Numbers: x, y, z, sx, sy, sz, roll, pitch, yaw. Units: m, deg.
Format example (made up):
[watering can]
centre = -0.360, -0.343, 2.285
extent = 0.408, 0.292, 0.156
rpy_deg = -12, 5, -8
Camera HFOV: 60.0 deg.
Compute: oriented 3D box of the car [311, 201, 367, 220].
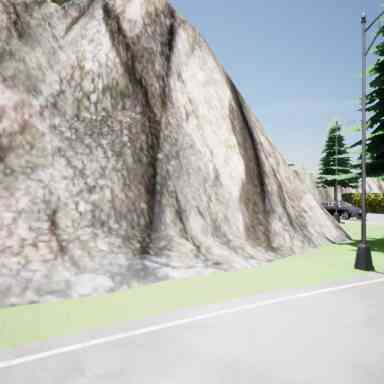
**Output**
[car]
centre = 12.368, 1.492, 28.302
extent = 2.128, 1.511, 4.902
rpy_deg = 0, 0, -26
